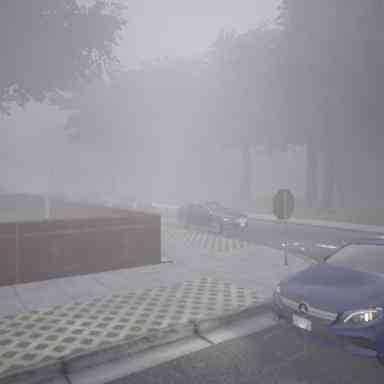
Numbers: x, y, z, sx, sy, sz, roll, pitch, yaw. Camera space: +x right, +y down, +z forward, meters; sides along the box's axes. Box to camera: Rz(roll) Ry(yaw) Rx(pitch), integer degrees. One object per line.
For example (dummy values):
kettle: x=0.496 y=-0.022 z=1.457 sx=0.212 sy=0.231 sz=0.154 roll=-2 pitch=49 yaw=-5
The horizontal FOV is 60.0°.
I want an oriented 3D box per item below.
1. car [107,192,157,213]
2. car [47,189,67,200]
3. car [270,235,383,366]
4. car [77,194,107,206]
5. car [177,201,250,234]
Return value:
car: x=-4.623 y=0.938 z=26.165 sx=2.097 sy=1.767 sz=4.553 roll=-2 pitch=2 yaw=-35
car: x=-18.956 y=0.376 z=46.571 sx=1.882 sy=1.535 sz=5.008 roll=-2 pitch=3 yaw=-35
car: x=3.461 y=1.525 z=5.795 sx=4.674 sy=1.442 sz=1.812 roll=0 pitch=-1 yaw=-32
car: x=-10.274 y=0.898 z=34.162 sx=2.033 sy=1.411 sz=5.357 roll=-2 pitch=3 yaw=-35
car: x=1.036 y=1.276 z=18.174 sx=2.128 sy=1.511 sz=4.902 roll=-2 pitch=2 yaw=-35
